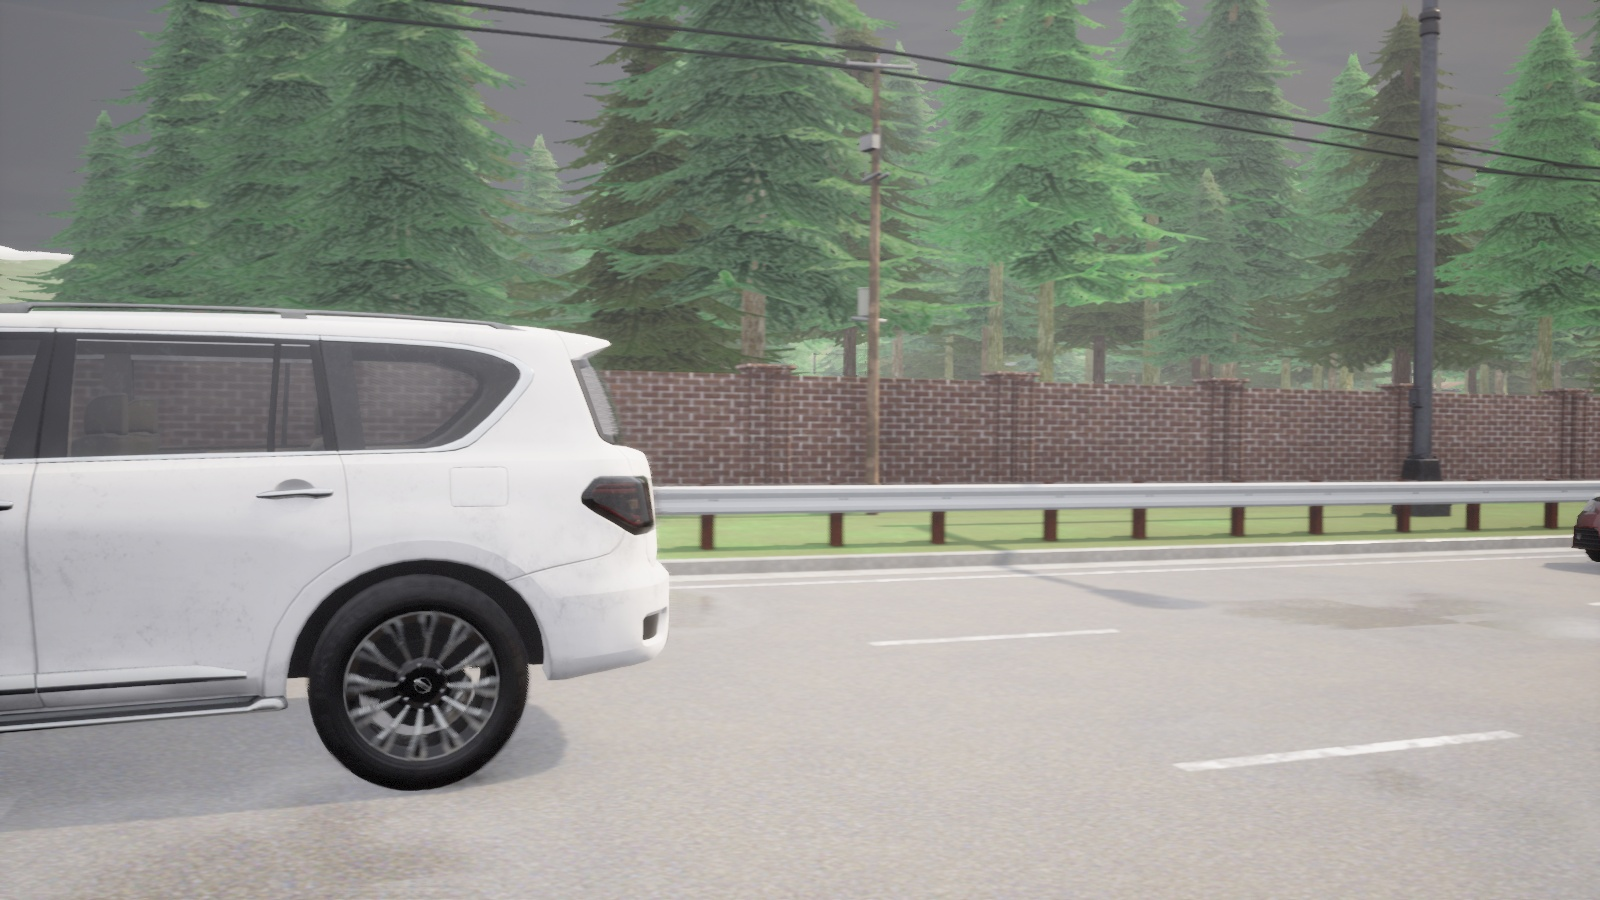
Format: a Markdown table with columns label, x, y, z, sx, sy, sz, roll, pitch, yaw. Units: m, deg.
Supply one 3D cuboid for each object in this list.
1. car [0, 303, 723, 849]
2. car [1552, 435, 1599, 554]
| label | x | y | z | sx | sy | sz | roll | pitch | yaw |
| --- | --- | --- | --- | --- | --- | --- | --- | --- | --- |
| car | -3.343 | 0.460 | 5.710 | 5.566 | 2.045 | 2.150 | -1 | 1 | -21 |
| car | 11.452 | 0.493 | 15.076 | 4.181 | 1.385 | 1.994 | -1 | 1 | -21 |
